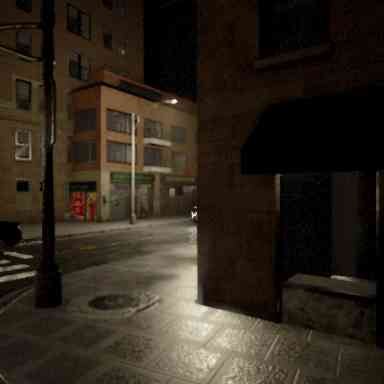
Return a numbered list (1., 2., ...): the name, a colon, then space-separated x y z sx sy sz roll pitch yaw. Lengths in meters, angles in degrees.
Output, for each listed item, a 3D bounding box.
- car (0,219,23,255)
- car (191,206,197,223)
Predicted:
1. car: -8.477 1.517 11.315 4.902 1.511 2.128 0 0 -43
2. car: 2.173 1.288 25.267 2.150 2.045 5.566 0 0 35
